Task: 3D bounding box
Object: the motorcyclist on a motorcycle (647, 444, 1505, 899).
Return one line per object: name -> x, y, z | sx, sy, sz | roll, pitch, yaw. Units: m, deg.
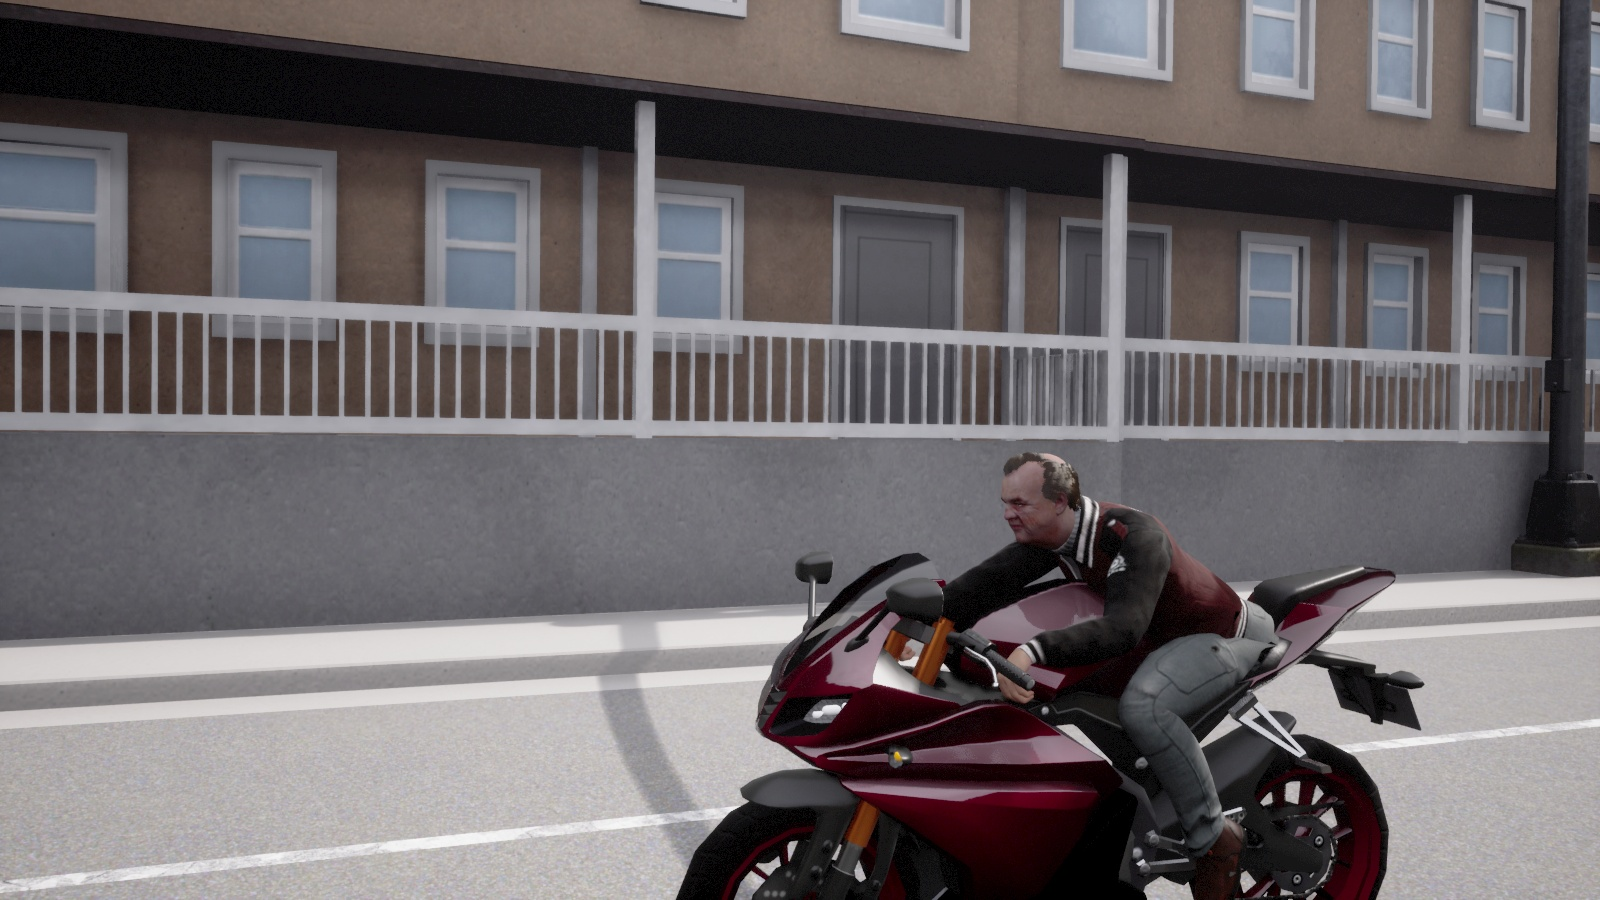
motorcyclist on a motorcycle -> 0.755, 0.768, 3.489 | 2.191, 1.530, 0.866 | -1, 1, -19
